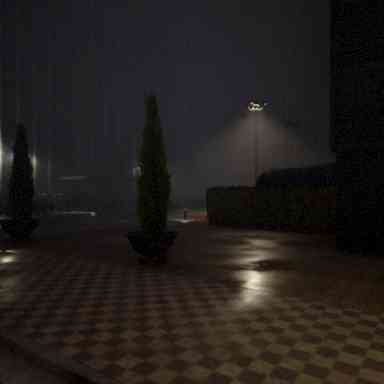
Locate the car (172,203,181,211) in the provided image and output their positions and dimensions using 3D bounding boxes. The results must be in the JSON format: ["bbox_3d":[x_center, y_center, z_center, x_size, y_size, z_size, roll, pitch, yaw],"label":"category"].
[{"bbox_3d":[-3.461,1.547,37.495,2.033,1.411,5.357,0,0,35],"label":"car"}]

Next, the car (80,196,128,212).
[{"bbox_3d":[-10.494,1.505,39.990,1.837,1.490,4.892,0,0,35],"label":"car"}]

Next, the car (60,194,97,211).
[{"bbox_3d":[-14.038,1.221,41.032,2.150,2.045,5.566,0,0,35],"label":"car"}]

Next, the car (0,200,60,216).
[{"bbox_3d":[-15.825,1.505,32.329,1.837,1.490,4.892,0,0,35],"label":"car"}]

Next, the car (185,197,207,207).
[{"bbox_3d":[0.864,1.491,49.843,2.128,1.511,4.902,0,0,35],"label":"car"}]

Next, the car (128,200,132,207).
[{"bbox_3d":[-8.046,1.492,49.614,2.128,1.511,4.902,0,0,35],"label":"car"}]
